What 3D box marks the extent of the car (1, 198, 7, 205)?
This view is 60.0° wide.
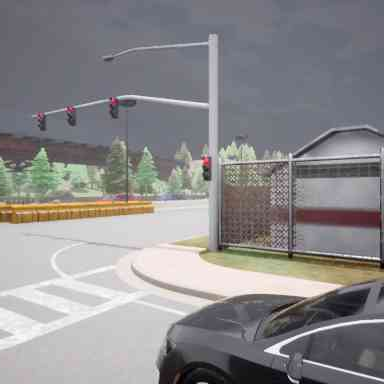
[{"bbox_3d":[-20.676,1.352,32.635,2.097,1.767,4.553,0,0,34],"label":"car"}]

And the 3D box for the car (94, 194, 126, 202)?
[{"bbox_3d":[-8.743,1.221,37.910,2.150,2.045,5.566,0,0,34],"label":"car"}]

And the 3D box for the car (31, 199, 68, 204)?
[{"bbox_3d":[-13.879,1.564,30.200,1.994,1.385,4.181,0,0,33],"label":"car"}]

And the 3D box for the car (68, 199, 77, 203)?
[{"bbox_3d":[-14.903,1.601,34.978,1.895,1.301,4.718,0,0,34],"label":"car"}]

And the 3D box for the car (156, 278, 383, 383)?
[{"bbox_3d":[1.873,1.505,2.671,4.892,1.490,1.837,0,0,36],"label":"car"}]

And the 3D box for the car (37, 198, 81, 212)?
[{"bbox_3d":[-15.841,1.526,39.857,1.812,1.442,4.674,0,0,34],"label":"car"}]
